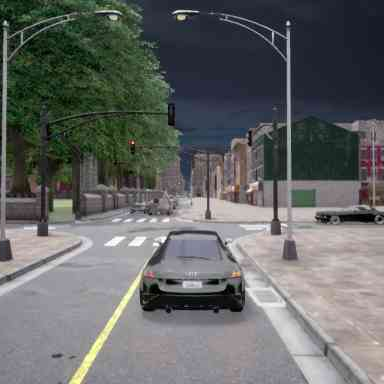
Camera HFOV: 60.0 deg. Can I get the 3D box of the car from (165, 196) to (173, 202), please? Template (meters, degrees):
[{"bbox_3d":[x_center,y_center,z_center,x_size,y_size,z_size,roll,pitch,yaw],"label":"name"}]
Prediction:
[{"bbox_3d":[-6.007,1.726,86.462,1.752,1.417,4.829,1,0,-1],"label":"car"}]

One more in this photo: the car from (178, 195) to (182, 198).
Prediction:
[{"bbox_3d":[-3.180,1.578,56.356,1.837,1.490,4.892,0,0,0],"label":"car"}]

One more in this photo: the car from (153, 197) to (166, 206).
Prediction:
[{"bbox_3d":[-5.753,1.666,59.382,1.802,1.307,4.206,1,0,-1],"label":"car"}]

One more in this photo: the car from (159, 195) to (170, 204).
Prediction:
[{"bbox_3d":[-5.853,1.563,70.283,1.967,1.590,4.097,1,0,-1],"label":"car"}]

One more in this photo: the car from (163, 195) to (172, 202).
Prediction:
[{"bbox_3d":[-5.955,1.613,81.182,1.967,1.590,4.097,1,0,-1],"label":"car"}]

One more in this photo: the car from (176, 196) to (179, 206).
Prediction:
[{"bbox_3d":[-3.068,1.571,43.743,1.812,1.442,4.674,0,0,0],"label":"car"}]

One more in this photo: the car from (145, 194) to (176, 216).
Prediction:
[{"bbox_3d":[-3.049,1.379,33.193,2.097,1.767,4.553,0,0,1],"label":"car"}]

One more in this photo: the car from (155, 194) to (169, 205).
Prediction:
[{"bbox_3d":[-5.799,1.417,64.833,2.192,1.841,5.009,1,0,-1],"label":"car"}]

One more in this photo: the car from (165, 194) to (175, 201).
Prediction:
[{"bbox_3d":[-6.056,1.548,92.084,2.192,1.841,5.009,1,0,-1],"label":"car"}]

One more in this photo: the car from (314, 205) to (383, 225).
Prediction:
[{"bbox_3d":[10.875,1.551,22.580,4.718,1.301,1.895,-1,-1,0],"label":"car"}]

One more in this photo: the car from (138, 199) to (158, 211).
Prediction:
[{"bbox_3d":[-5.598,1.594,43.032,2.008,1.369,4.403,1,0,-1],"label":"car"}]

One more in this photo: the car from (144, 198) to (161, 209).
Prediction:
[{"bbox_3d":[-5.650,1.620,48.482,1.947,1.339,4.313,1,0,-1],"label":"car"}]

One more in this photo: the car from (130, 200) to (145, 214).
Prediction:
[{"bbox_3d":[-5.559,1.582,35.897,2.008,1.369,4.403,1,0,-1],"label":"car"}]

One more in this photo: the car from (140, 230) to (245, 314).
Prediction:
[{"bbox_3d":[0.024,1.567,7.730,1.994,1.385,4.181,0,0,1],"label":"car"}]

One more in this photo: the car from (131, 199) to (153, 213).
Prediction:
[{"bbox_3d":[-5.601,1.560,37.871,1.752,1.417,4.829,1,0,-1],"label":"car"}]
